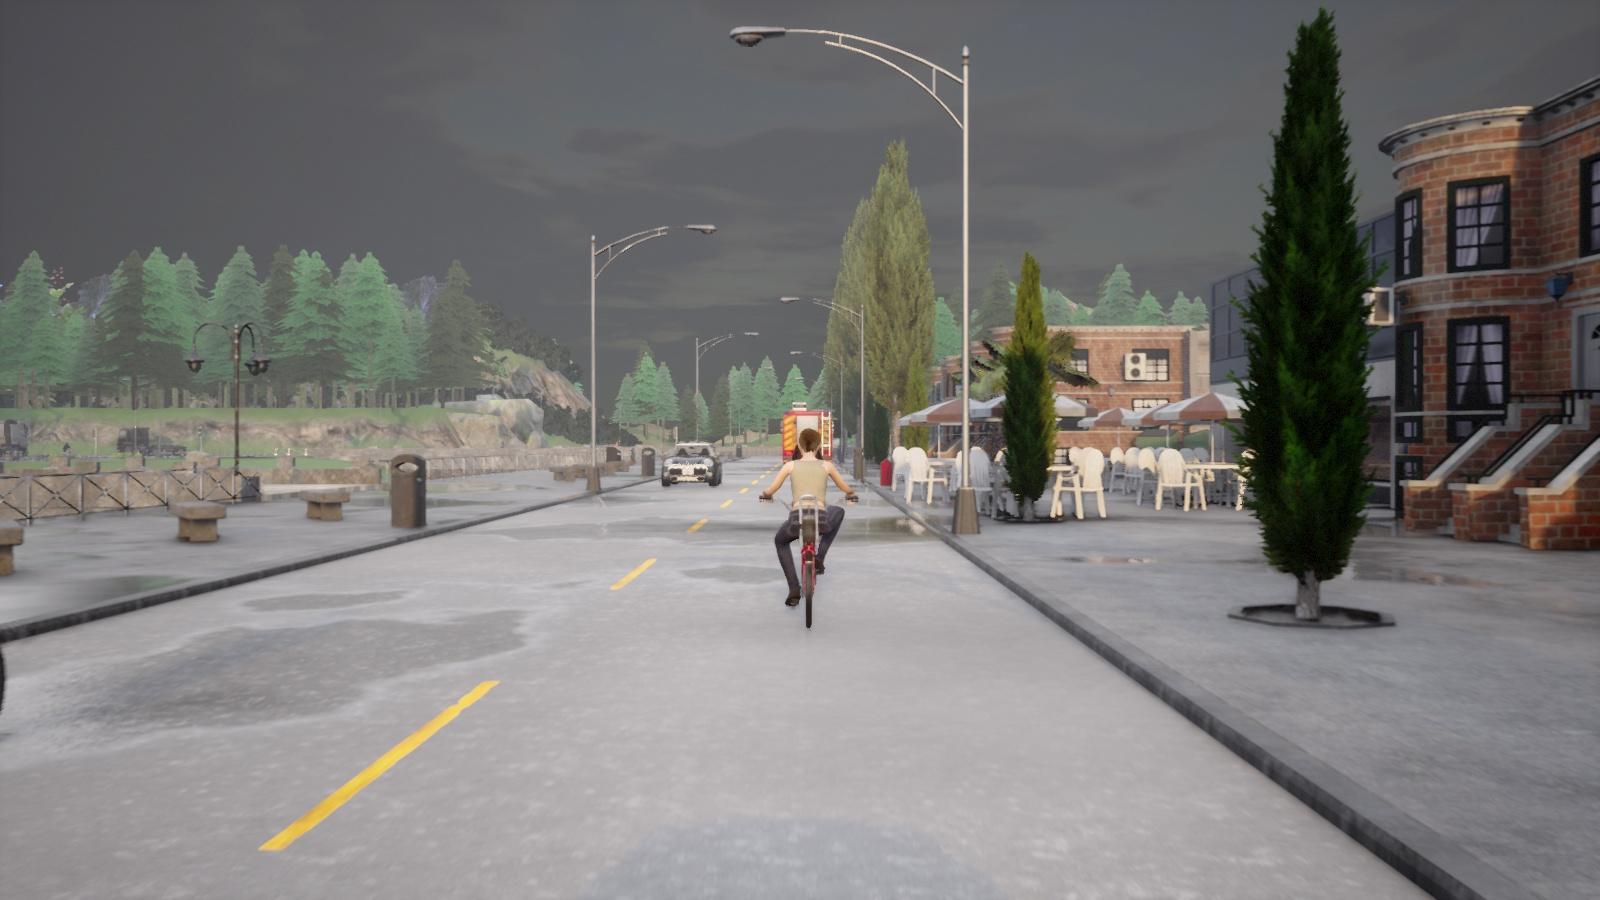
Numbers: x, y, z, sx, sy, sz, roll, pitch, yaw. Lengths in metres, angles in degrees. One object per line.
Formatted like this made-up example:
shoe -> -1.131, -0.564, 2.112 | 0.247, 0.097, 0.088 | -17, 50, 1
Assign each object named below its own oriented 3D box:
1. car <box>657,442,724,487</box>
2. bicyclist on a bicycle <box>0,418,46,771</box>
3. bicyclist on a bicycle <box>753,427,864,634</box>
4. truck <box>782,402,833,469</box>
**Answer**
car -> -3.743, 0.463, 43.593 | 1.970, 1.475, 3.806 | 0, 0, 0
bicyclist on a bicycle -> -3.955, 0.666, 5.260 | 0.582, 1.620, 1.656 | 0, 1, 0
bicyclist on a bicycle -> 0.074, 0.624, 10.549 | 0.866, 1.612, 1.509 | 0, 0, 0
truck -> 0.432, -0.842, 75.315 | 2.891, 3.827, 8.468 | 0, 0, 0
